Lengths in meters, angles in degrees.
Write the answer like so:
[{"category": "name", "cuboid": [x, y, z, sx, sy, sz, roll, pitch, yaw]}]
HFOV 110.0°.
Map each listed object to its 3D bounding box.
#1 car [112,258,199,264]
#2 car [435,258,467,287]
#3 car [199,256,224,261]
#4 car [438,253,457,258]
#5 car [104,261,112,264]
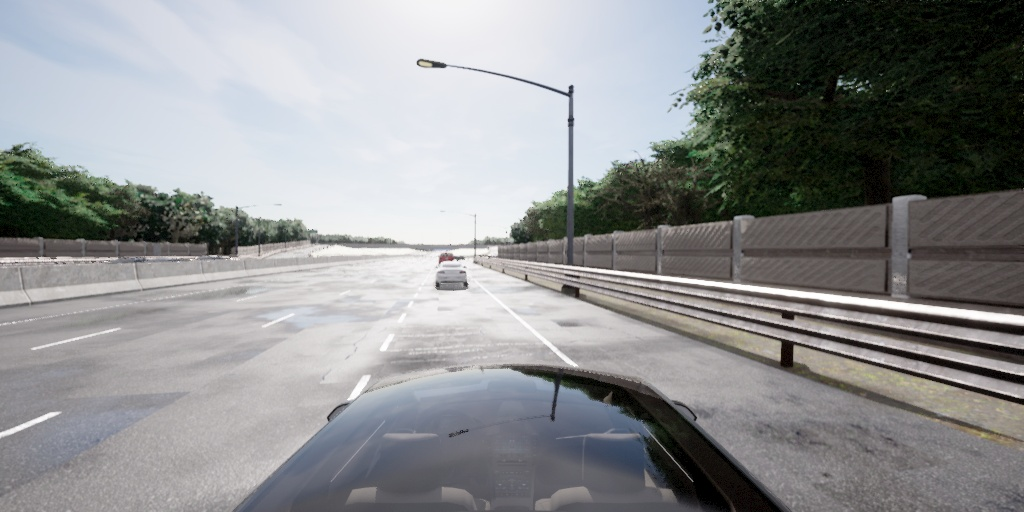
[{"category": "car", "cuboid": [-26.070, 0.926, 26.515, 1.837, 1.490, 4.892, 0, 1, -11]}, {"category": "car", "cuboid": [-3.826, 1.076, 22.546, 1.812, 1.442, 4.674, 0, 0, -11]}, {"category": "car", "cuboid": [-36.330, 0.763, 42.870, 1.837, 1.490, 4.892, 0, 0, -11]}, {"category": "car", "cuboid": [-9.412, 0.525, 51.622, 2.150, 2.045, 5.566, 0, 0, -11]}, {"category": "car", "cuboid": [-29.917, 0.899, 27.988, 1.837, 1.490, 4.892, 0, 1, -11]}]
